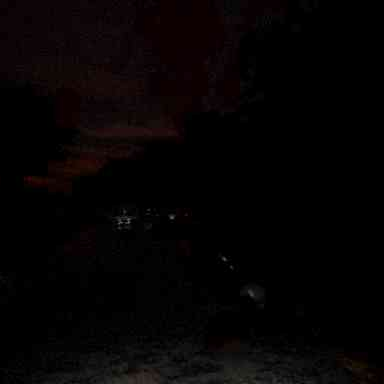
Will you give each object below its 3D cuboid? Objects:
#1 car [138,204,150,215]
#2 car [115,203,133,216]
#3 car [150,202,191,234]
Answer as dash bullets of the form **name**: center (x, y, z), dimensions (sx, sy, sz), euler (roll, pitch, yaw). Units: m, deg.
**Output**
- **car**: center (-5.972, 2.300, 44.189), dimensions (1.994, 1.385, 4.181), euler (0, -2, -15)
- **car**: center (-8.275, 2.128, 40.365), dimensions (2.128, 1.511, 4.902), euler (1, -2, -14)
- **car**: center (-1.326, 1.445, 20.170), dimensions (2.097, 1.767, 4.553), euler (0, -1, -7)
